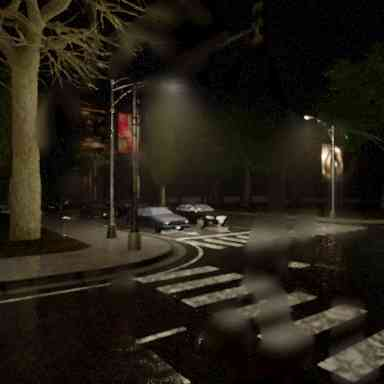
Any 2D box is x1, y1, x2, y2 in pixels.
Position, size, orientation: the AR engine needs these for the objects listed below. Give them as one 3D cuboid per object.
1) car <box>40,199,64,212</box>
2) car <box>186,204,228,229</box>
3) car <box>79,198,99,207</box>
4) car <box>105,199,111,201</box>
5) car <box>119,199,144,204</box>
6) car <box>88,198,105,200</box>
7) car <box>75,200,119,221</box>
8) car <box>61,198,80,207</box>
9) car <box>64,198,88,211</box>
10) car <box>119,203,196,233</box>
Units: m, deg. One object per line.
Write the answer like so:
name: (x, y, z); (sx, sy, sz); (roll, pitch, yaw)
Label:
car: (-18.432, 1.723, 42.828); (1.837, 1.490, 4.892); (0, -1, -36)
car: (0.354, 1.556, 22.439); (2.128, 1.511, 4.902); (0, 0, -36)
car: (-18.586, 1.832, 59.762); (1.882, 1.535, 5.008); (0, -1, -36)
car: (-13.716, 1.807, 53.099); (1.812, 1.442, 4.674); (0, -1, -35)
car: (-5.187, 1.463, 30.060); (2.097, 1.767, 4.553); (0, 0, -36)
car: (-15.080, 1.734, 49.487); (1.882, 1.535, 5.008); (0, -1, -36)
car: (-8.286, 1.671, 28.798); (1.994, 1.385, 4.181); (0, 0, -35)
car: (-21.217, 1.825, 57.853); (1.882, 1.535, 5.008); (0, -1, -36)
car: (-16.043, 1.791, 45.076); (1.994, 1.385, 4.181); (0, -1, -36)
car: (-2.323, 1.605, 20.572); (2.033, 1.411, 5.357); (0, 0, -36)
